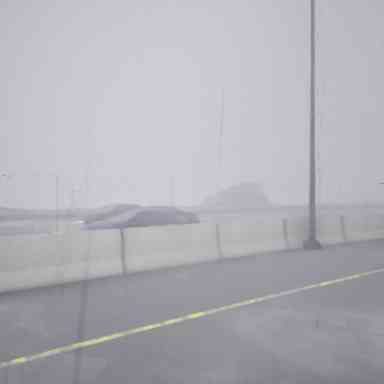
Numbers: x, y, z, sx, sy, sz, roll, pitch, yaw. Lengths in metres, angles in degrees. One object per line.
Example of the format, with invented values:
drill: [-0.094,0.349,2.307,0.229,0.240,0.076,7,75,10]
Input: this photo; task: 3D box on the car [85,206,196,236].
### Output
car: [-2.383,1.493,14.922,4.674,1.442,1.812,0,0,-33]

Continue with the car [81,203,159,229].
car: [-4.652,1.477,21.766,4.674,1.442,1.812,0,0,-32]

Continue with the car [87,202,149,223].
car: [-5.597,1.508,25.300,4.181,1.385,1.994,0,0,-32]

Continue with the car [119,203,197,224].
car: [-2.118,1.507,19.276,5.357,1.411,2.033,0,0,-32]
